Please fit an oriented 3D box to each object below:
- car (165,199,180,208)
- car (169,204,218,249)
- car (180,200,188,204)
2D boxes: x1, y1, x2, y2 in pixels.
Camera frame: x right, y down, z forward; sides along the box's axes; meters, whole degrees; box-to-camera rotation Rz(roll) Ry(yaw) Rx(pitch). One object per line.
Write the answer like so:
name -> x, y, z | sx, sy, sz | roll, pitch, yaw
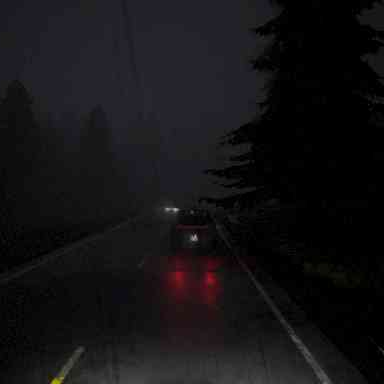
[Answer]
car -> -2.616, 1.658, 49.285 | 1.994, 1.385, 4.181 | 0, 0, 13
car -> 0.081, 1.520, 14.638 | 2.128, 1.511, 4.902 | 0, 0, 0
car -> 0.074, 1.585, 30.874 | 1.812, 1.442, 4.674 | 0, 0, 0
